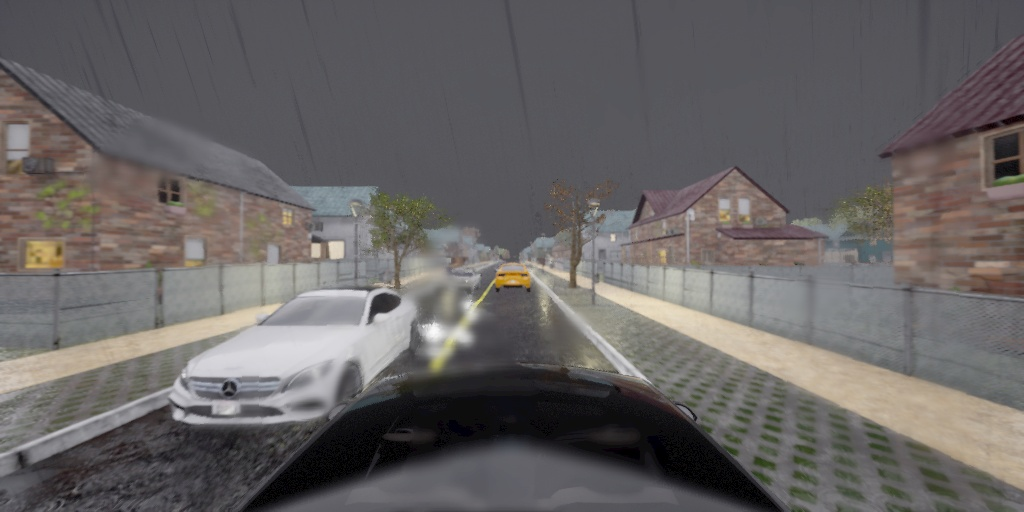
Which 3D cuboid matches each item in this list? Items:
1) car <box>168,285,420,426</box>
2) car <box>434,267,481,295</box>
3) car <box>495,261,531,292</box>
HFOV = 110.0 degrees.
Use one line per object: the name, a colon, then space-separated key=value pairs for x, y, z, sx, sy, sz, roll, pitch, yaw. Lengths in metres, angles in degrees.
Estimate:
car: x=-2.839 y=1.254 z=5.913 sx=1.812 sy=1.442 sz=4.674 roll=0 pitch=0 yaw=0
car: x=-2.790 y=1.275 z=19.097 sx=1.895 sy=1.301 sz=4.718 roll=0 pitch=0 yaw=0
car: x=0.075 y=1.147 z=20.715 sx=1.882 sy=1.535 sz=5.008 roll=0 pitch=0 yaw=1
